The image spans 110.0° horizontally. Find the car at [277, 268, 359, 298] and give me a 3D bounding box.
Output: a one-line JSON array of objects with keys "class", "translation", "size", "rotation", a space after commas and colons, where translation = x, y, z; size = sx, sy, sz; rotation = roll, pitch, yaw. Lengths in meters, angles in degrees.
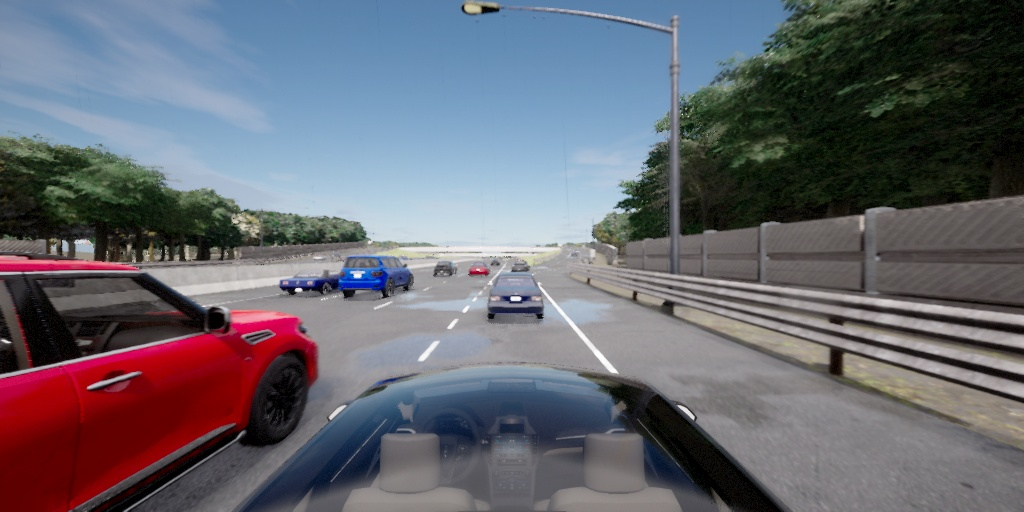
[{"class": "car", "translation": [-10.359, 1.363, 19.647], "size": [1.895, 1.301, 4.718], "rotation": [0, 0, 0]}]

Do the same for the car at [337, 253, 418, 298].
[{"class": "car", "translation": [-6.863, 0.982, 18.642], "size": [2.150, 2.045, 5.566], "rotation": [0, 0, 0]}]

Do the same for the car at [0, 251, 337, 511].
[{"class": "car", "translation": [-3.500, 0.977, 2.119], "size": [2.150, 2.045, 5.566], "rotation": [0, 0, 0]}]

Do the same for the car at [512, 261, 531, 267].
[{"class": "car", "translation": [1.096, 1.267, 40.877], "size": [2.128, 1.511, 4.902], "rotation": [0, 0, 8]}]

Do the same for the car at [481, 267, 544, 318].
[{"class": "car", "translation": [0.118, 1.304, 13.031], "size": [2.033, 1.411, 5.357], "rotation": [0, 0, 0]}]

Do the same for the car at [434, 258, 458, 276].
[{"class": "car", "translation": [-6.772, 1.278, 37.010], "size": [1.837, 1.490, 4.892], "rotation": [0, 0, 0]}]

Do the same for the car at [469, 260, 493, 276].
[{"class": "car", "translation": [-3.368, 1.337, 37.754], "size": [1.994, 1.385, 4.181], "rotation": [0, 0, 0]}]
